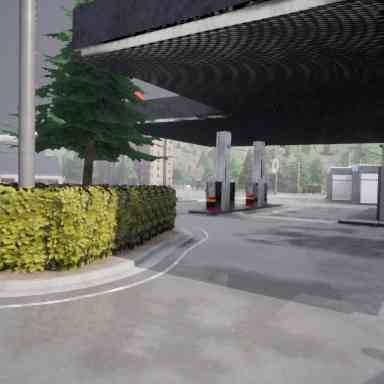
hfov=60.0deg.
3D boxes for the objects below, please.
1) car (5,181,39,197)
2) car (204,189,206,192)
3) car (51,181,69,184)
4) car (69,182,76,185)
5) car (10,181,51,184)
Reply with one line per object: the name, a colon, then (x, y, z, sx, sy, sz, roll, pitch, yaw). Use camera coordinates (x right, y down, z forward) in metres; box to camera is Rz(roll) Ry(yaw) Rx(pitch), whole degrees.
car: (-21.727, -0.457, 42.412, 4.605, 1.855, 1.932, 2, 2, 35)
car: (4.930, -0.335, 65.577, 5.027, 1.636, 2.152, 2, 2, 35)
car: (-26.734, -1.251, 65.441, 3.866, 1.878, 1.905, 2, 2, 35)
car: (-25.395, -1.278, 68.053, 4.605, 1.855, 1.932, 2, 2, 35)
car: (-17.196, -0.173, 35.193, 3.866, 1.878, 1.905, 2, 2, 35)
